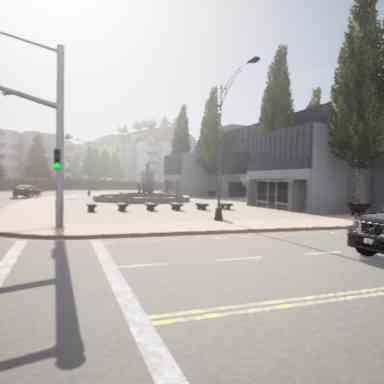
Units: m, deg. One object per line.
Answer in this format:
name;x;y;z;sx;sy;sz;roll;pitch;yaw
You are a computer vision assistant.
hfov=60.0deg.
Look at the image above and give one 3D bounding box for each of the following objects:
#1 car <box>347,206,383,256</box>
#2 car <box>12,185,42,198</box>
car;7.537;1.043;10.247;5.566;2.045;2.150;0;2;-20
car;-19.816;-0.077;40.150;1.837;1.490;4.892;0;2;-3
